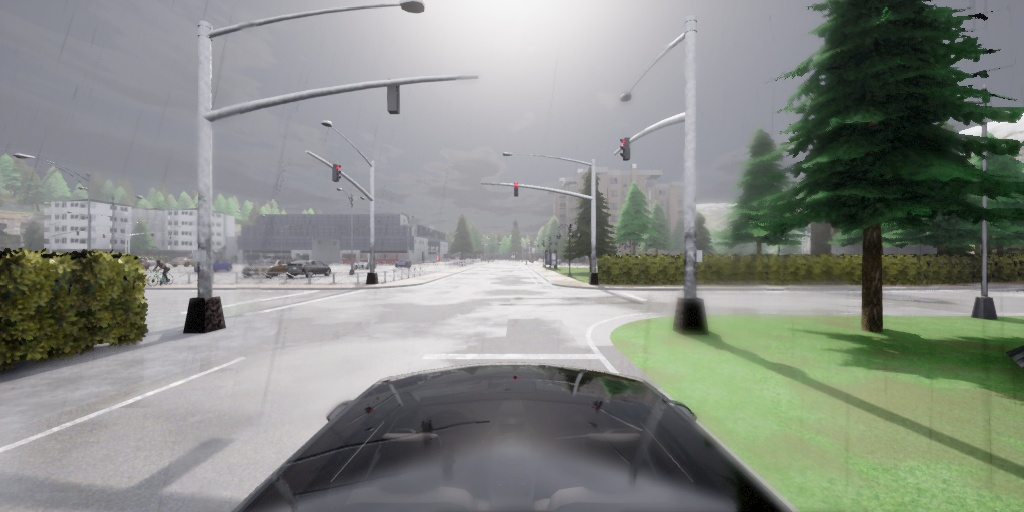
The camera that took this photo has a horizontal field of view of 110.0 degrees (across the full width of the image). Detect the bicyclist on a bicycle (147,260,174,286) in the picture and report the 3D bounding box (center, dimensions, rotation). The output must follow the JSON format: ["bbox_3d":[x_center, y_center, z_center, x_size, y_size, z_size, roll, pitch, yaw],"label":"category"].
[{"bbox_3d":[-21.761,1.051,22.213,0.582,1.620,1.656,0,0,1],"label":"bicyclist on a bicycle"}]
